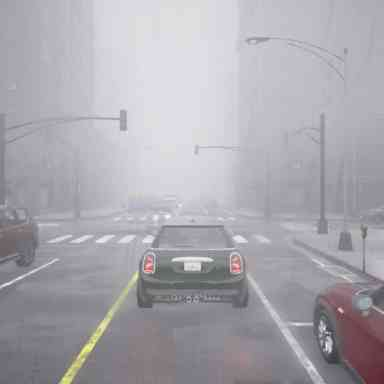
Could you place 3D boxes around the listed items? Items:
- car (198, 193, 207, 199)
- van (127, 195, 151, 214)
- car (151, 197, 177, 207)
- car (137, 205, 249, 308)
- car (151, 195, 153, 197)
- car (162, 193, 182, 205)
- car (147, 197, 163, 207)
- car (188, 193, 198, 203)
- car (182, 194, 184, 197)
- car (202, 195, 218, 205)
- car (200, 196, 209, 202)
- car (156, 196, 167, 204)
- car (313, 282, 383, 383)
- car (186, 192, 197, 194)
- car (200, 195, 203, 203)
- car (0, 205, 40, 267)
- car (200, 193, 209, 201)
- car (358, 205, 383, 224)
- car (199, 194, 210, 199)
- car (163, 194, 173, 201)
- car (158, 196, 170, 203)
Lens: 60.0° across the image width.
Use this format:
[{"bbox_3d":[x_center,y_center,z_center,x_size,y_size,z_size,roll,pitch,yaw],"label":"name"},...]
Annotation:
[{"bbox_3d":[2.759,1.305,63.592,2.192,1.841,5.009,0,0,0],"label":"car"},{"bbox_3d":[-5.807,1.337,35.606,1.690,1.788,3.998,0,0,0],"label":"van"},{"bbox_3d":[-3.050,1.543,36.060,2.033,1.411,5.357,0,0,0],"label":"car"},{"bbox_3d":[0.021,1.352,8.076,2.097,1.767,4.553,0,0,0],"label":"car"},{"bbox_3d":[-5.799,1.310,41.202,2.192,1.841,5.009,0,0,0],"label":"car"},{"bbox_3d":[-3.028,1.218,47.969,2.150,2.045,5.566,0,0,0],"label":"car"},{"bbox_3d":[-5.783,1.537,52.394,1.887,1.381,4.507,0,0,0],"label":"car"},{"bbox_3d":[0.150,1.515,66.629,1.812,1.442,4.674,0,0,0],"label":"car"},{"bbox_3d":[-2.955,1.591,63.540,1.895,1.301,4.718,0,0,1],"label":"car"},{"bbox_3d":[2.735,1.519,46.979,1.752,1.417,4.829,0,0,0],"label":"car"},{"bbox_3d":[2.776,1.570,74.781,1.802,1.307,4.206,0,0,0],"label":"car"},{"bbox_3d":[-5.767,1.515,63.415,1.752,1.417,4.829,0,0,0],"label":"car"},{"bbox_3d":[2.672,1.440,3.148,1.967,1.590,4.097,0,0,0],"label":"car"},{"bbox_3d":[0.110,1.361,76.595,1.812,1.442,4.674,0,0,0],"label":"car"},{"bbox_3d":[2.743,1.544,52.404,2.008,1.369,4.403,0,0,0],"label":"car"},{"bbox_3d":[-5.846,1.314,8.658,2.192,1.841,5.009,0,0,0],"label":"car"},{"bbox_3d":[3.125,1.210,86.603,2.150,2.045,5.566,0,0,0],"label":"car"},{"bbox_3d":[14.410,1.516,23.753,4.674,1.442,1.812,0,0,1],"label":"car"},{"bbox_3d":[2.751,1.557,57.998,1.947,1.339,4.313,0,0,0],"label":"car"},{"bbox_3d":[-5.742,1.301,80.372,2.192,1.841,5.009,0,0,0],"label":"car"},{"bbox_3d":[-5.758,1.539,69.181,2.008,1.369,4.403,0,0,0],"label":"car"}]
